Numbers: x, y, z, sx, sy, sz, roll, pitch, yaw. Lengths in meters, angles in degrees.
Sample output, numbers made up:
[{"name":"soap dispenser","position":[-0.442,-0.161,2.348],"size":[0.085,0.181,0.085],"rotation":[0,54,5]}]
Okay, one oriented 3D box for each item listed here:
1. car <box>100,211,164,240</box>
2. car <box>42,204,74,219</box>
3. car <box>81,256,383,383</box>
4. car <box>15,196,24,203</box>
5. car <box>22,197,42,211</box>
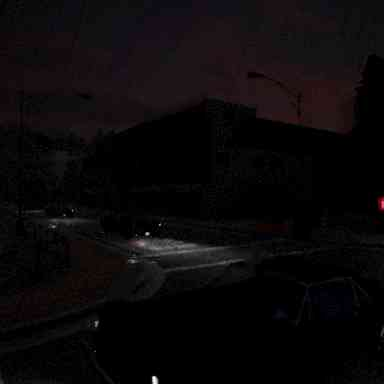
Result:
[{"name":"car","position":[-3.391,1.753,18.185],"size":[1.895,1.301,4.718],"rotation":[1,-1,-34]},{"name":"car","position":[-13.050,1.851,32.713],"size":[1.895,1.301,4.718],"rotation":[1,-1,-34]},{"name":"car","position":[1.067,1.653,4.490],"size":[4.718,1.301,1.895],"rotation":[1,-1,-34]},{"name":"car","position":[-41.514,1.958,81.978],"size":[2.097,1.767,4.553],"rotation":[1,-1,-34]},{"name":"car","position":[-22.314,1.817,46.808],"size":[1.994,1.385,4.181],"rotation":[1,-1,-34]}]
